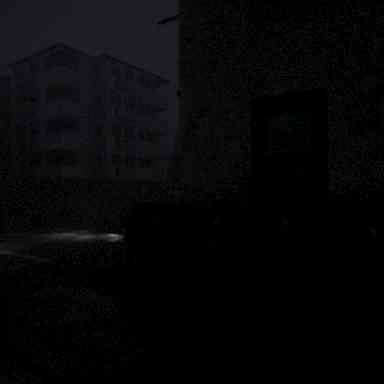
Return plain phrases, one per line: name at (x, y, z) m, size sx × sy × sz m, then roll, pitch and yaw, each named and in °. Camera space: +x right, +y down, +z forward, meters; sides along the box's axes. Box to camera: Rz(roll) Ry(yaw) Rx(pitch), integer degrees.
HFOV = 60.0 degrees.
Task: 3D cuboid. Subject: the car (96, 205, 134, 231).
car at (-4.099, 1.642, 22.349) m, size 1.882 × 1.535 × 5.008 m, roll -1°, pitch 0°, yaw 35°
